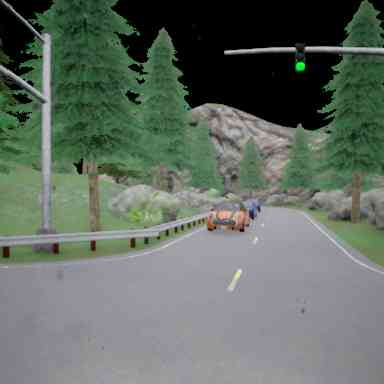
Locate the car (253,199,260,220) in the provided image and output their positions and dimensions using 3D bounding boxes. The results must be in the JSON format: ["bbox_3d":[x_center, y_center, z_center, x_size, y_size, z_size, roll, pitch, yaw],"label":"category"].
[{"bbox_3d":[4.653,1.517,29.154,1.882,1.535,5.008,0,0,15],"label":"car"}]

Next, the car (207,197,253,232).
[{"bbox_3d":[2.310,1.379,20.322,2.097,1.767,4.553,0,0,15],"label":"car"}]
